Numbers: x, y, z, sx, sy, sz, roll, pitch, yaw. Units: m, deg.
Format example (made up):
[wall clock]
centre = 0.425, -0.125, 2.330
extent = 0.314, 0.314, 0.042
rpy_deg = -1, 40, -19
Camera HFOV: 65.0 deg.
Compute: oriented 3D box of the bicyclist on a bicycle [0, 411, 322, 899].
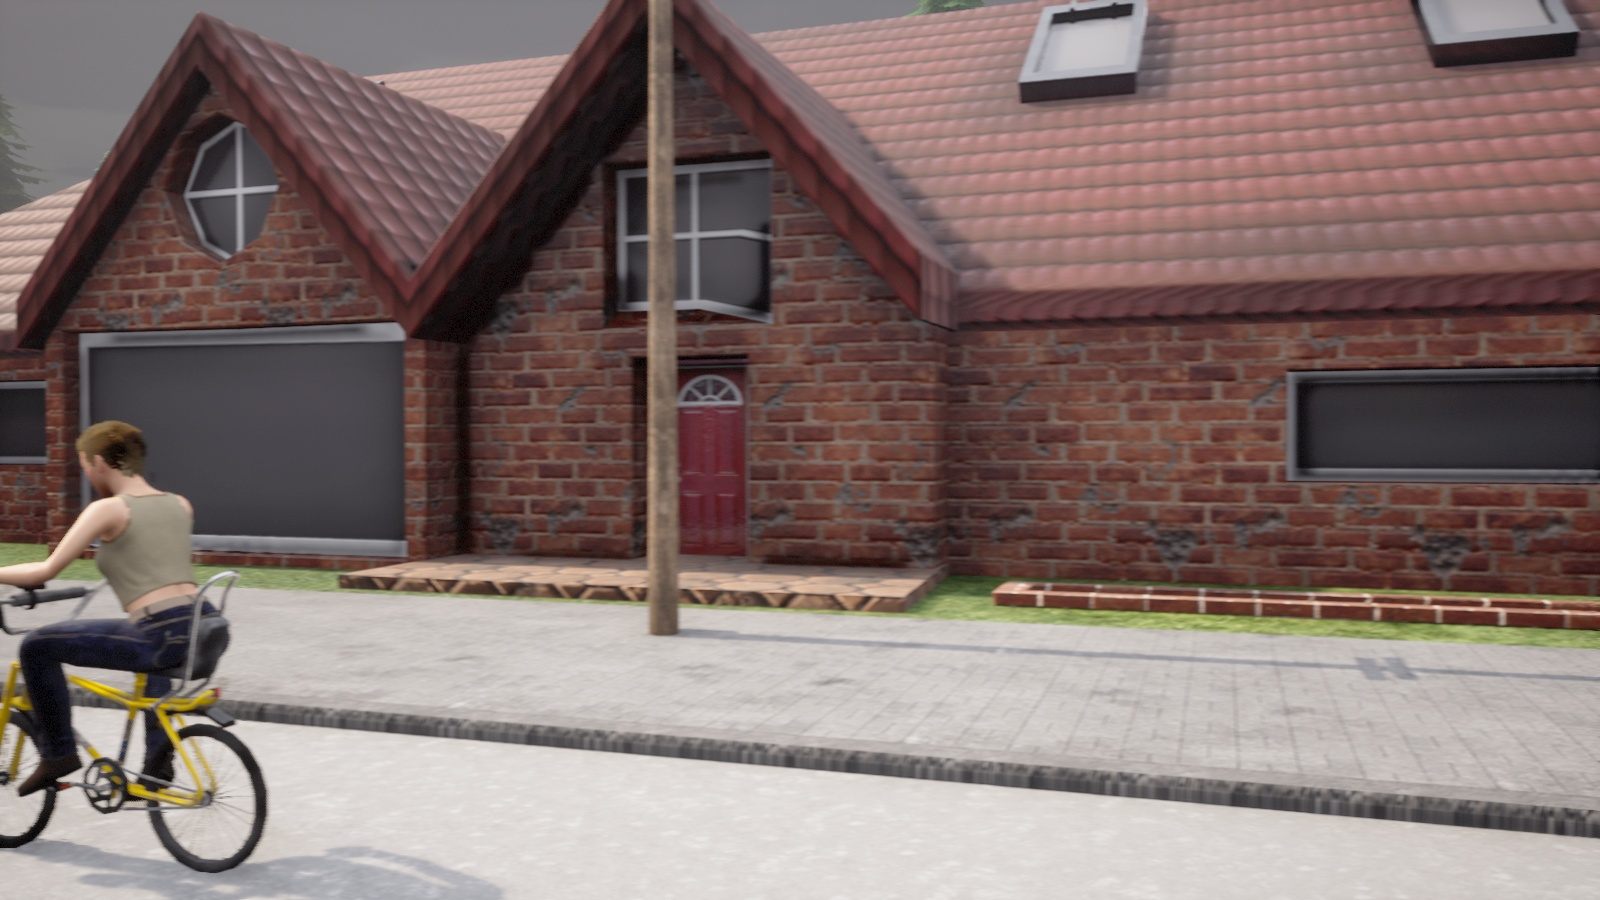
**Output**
[bicyclist on a bicycle]
centre = -2.692, 0.680, 4.631
extent = 1.509, 1.612, 0.866
rpy_deg = 0, 1, 18
